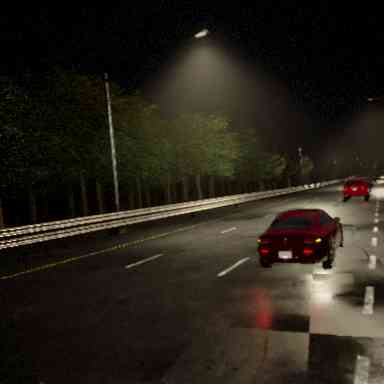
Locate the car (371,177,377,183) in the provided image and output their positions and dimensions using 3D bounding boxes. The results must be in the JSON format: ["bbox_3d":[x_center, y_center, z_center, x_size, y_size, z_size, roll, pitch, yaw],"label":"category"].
[{"bbox_3d":[33.788,-1.558,63.885,1.994,1.385,4.181,-5,0,30],"label":"car"}]

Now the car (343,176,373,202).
[{"bbox_3d":[16.091,-0.239,32.575,2.150,2.045,5.566,-5,0,29],"label":"car"}]

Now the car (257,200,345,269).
[{"bbox_3d":[3.332,1.224,9.911,1.812,1.442,4.674,-5,0,30],"label":"car"}]

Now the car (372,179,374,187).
[{"bbox_3d":[24.912,-0.765,48.216,1.837,1.490,4.892,-5,0,30],"label":"car"}]
